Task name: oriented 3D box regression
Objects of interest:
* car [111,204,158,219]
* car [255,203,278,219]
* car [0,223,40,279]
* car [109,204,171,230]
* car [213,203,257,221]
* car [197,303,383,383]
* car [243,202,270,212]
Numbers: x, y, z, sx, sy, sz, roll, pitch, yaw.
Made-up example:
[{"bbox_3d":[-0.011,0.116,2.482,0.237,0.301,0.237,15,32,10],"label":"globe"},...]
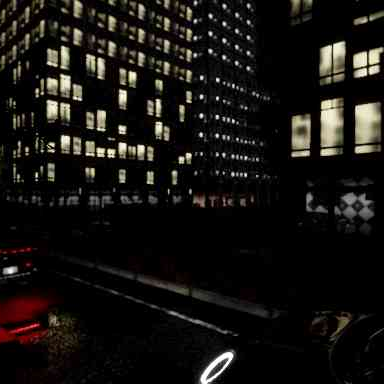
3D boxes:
[{"bbox_3d":[-6.006,2.031,35.181,1.752,1.417,4.829,0,-1,45],"label":"car"},{"bbox_3d":[8.009,2.252,37.418,1.802,1.307,4.206,0,-1,45],"label":"car"},{"bbox_3d":[-6.041,1.633,9.588,4.892,1.490,1.837,-1,-1,44],"label":"car"},{"bbox_3d":[-3.898,1.798,25.401,2.192,1.841,5.009,0,-1,45],"label":"car"},{"bbox_3d":[4.159,2.135,33.532,1.752,1.417,4.829,0,-1,45],"label":"car"},{"bbox_3d":[2.091,1.356,1.880,4.553,1.767,2.097,-1,-1,44],"label":"car"},{"bbox_3d":[9.987,2.321,51.321,1.947,1.339,4.313,0,-1,45],"label":"car"}]
